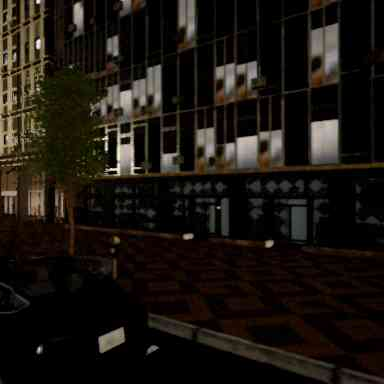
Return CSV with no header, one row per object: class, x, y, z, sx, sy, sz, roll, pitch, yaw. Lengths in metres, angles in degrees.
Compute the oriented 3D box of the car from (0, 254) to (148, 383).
car,-2.525,1.572,4.664,4.313,1.339,1.947,0,0,35
